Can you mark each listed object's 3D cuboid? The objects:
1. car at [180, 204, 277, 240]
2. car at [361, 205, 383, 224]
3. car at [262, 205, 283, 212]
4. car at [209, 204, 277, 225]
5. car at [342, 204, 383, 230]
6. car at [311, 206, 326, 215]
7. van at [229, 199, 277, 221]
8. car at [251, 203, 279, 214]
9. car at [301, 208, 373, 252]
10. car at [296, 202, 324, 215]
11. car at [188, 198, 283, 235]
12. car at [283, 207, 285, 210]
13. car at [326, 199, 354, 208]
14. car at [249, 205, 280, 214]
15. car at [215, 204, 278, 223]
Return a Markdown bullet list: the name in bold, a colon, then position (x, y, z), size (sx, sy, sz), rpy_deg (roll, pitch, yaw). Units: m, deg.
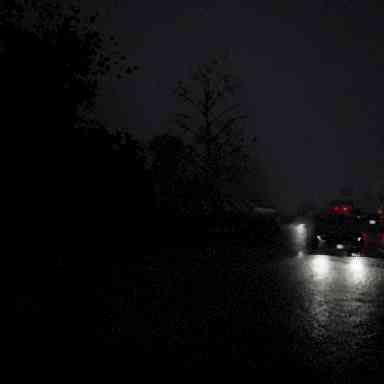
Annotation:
- **car**: position (2.131, 1.626, 18.956), size (4.892, 1.521, 2.231), rpy_deg (0, -1, 15)
- **car**: position (17.669, 1.893, 28.466), size (5.366, 1.575, 1.946), rpy_deg (0, -2, 15)
- **car**: position (19.856, 4.085, 82.003), size (4.892, 1.521, 2.231), rpy_deg (0, -3, 16)
- **car**: position (4.206, 1.788, 27.209), size (5.366, 1.575, 1.946), rpy_deg (0, -1, 15)
- **car**: position (12.050, 1.787, 23.305), size (1.812, 1.442, 4.674), rpy_deg (0, -1, 16)
- **car**: position (20.590, 3.015, 54.327), size (1.895, 1.301, 4.718), rpy_deg (0, -3, 16)
- **van**: position (5.955, 1.707, 32.390), size (4.442, 1.987, 1.878), rpy_deg (0, -2, 15)
- **car**: position (12.223, 2.730, 55.502), size (4.553, 1.767, 2.185), rpy_deg (0, -3, 16)
- **car**: position (6.116, 1.640, 14.690), size (2.033, 1.411, 5.357), rpy_deg (0, -1, 16)
- **car**: position (10.543, 1.663, 30.314), size (1.812, 1.442, 4.674), rpy_deg (0, -2, 15)
- **car**: position (2.887, 1.418, 21.649), size (5.566, 2.045, 2.435), rpy_deg (0, -1, 15)
- **car**: position (18.951, 3.978, 78.856), size (4.674, 1.452, 2.002), rpy_deg (0, -3, 16)
- **car**: position (14.825, 1.756, 33.230), size (2.150, 2.045, 5.566), rpy_deg (0, -2, 15)
- **car**: position (11.419, 2.756, 52.430), size (4.674, 1.452, 2.002), rpy_deg (0, -3, 16)
- **car**: position (4.917, 1.854, 29.773), size (5.366, 1.575, 1.946), rpy_deg (0, -2, 16)
